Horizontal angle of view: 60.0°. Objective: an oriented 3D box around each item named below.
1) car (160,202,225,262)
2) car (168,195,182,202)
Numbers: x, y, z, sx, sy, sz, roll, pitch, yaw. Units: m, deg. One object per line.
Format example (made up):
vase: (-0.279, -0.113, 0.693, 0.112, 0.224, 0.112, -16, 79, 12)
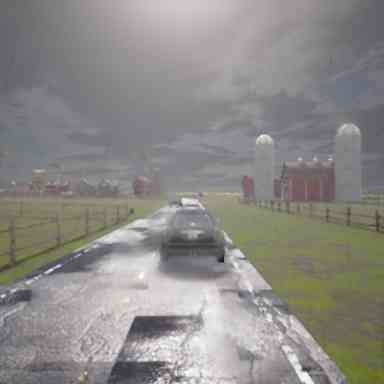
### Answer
car: (0.046, 1.407, 12.521, 2.097, 1.767, 4.553, 0, 0, 1)
car: (-2.792, 1.481, 56.722, 2.150, 2.045, 5.566, 0, 0, 1)
